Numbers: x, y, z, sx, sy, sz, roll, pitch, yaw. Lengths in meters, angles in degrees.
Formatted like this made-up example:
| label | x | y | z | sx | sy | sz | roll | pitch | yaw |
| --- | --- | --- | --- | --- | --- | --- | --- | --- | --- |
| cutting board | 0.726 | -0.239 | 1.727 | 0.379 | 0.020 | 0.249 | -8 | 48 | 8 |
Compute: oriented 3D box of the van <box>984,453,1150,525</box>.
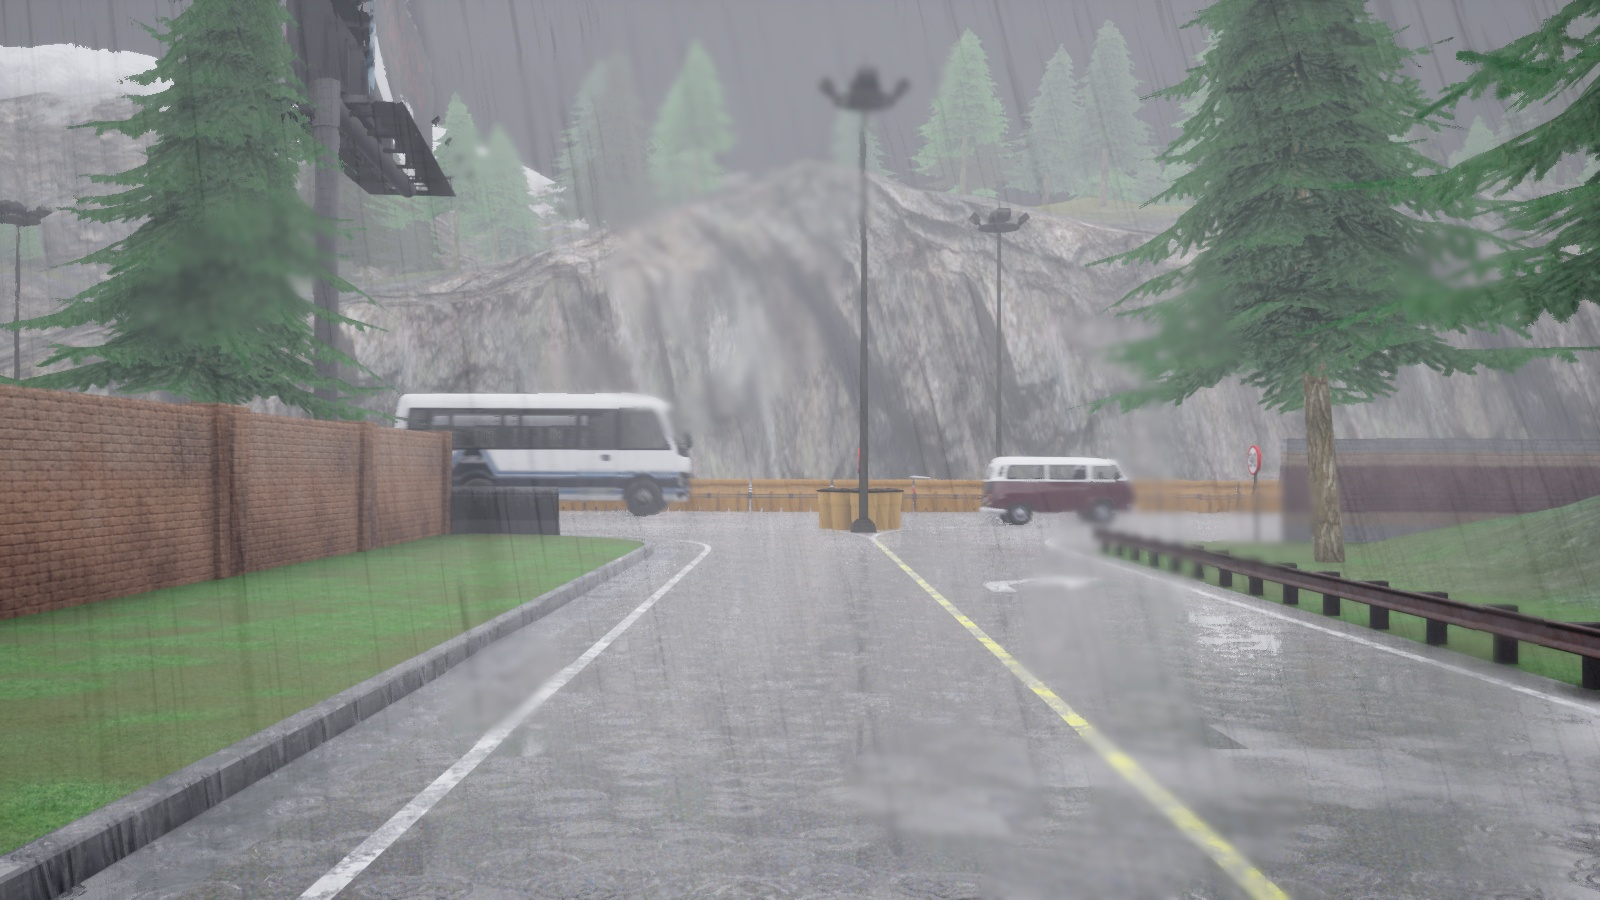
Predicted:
| label | x | y | z | sx | sy | sz | roll | pitch | yaw |
| --- | --- | --- | --- | --- | --- | --- | --- | --- | --- |
| van | 7.896 | 1.155 | 37.470 | 4.480 | 2.038 | 2.069 | 0 | -1 | -1 |

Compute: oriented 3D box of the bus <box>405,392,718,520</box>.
| label | x | y | z | sx | sy | sz | roll | pitch | yaw |
| --- | --- | --- | --- | --- | --- | --- | --- | --- | --- |
| bus | -8.143 | 0.231 | 44.217 | 10.273 | 4.253 | 3.944 | 0 | -1 | -1 |
